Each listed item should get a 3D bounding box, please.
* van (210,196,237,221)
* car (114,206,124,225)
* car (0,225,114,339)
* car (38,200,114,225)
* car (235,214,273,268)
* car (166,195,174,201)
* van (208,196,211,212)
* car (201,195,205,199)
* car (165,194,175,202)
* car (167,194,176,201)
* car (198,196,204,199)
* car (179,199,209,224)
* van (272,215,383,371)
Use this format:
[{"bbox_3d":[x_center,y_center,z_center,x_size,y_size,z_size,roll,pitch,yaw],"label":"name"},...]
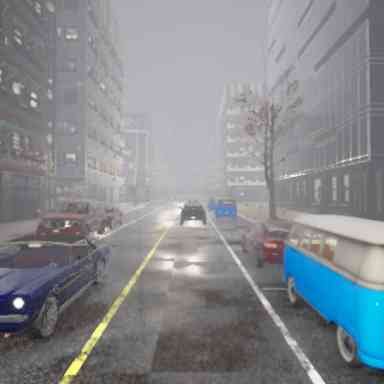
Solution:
[{"bbox_3d":[2.697,1.372,27.492,1.690,1.788,3.998,1,0,0],"label":"van"},{"bbox_3d":[-5.684,1.569,21.966,1.887,1.381,4.507,1,0,0],"label":"car"},{"bbox_3d":[-3.103,1.608,6.700,1.895,1.301,4.718,0,0,0],"label":"car"},{"bbox_3d":[-5.677,1.334,16.455,2.192,1.841,5.009,1,0,0],"label":"car"},{"bbox_3d":[2.699,1.594,10.968,1.802,1.307,4.206,1,0,0],"label":"car"},{"bbox_3d":[-5.711,1.628,87.489,1.752,1.417,4.829,1,0,0],"label":"car"},{"bbox_3d":[2.692,1.384,38.509,1.690,1.788,3.998,1,0,0],"label":"van"},{"bbox_3d":[2.666,1.636,93.577,1.752,1.417,4.829,1,0,0],"label":"car"},{"bbox_3d":[-5.709,1.677,81.974,1.802,1.307,4.206,1,0,0],"label":"car"},{"bbox_3d":[-5.709,1.425,93.344,2.192,1.841,5.009,1,0,0],"label":"car"},{"bbox_3d":[0.083,1.594,41.859,2.033,1.411,5.357,0,0,0],"label":"car"},{"bbox_3d":[0.090,1.532,25.040,1.837,1.490,4.892,0,0,0],"label":"car"},{"bbox_3d":[2.706,1.347,5.461,1.690,1.788,3.998,1,0,0],"label":"van"}]
